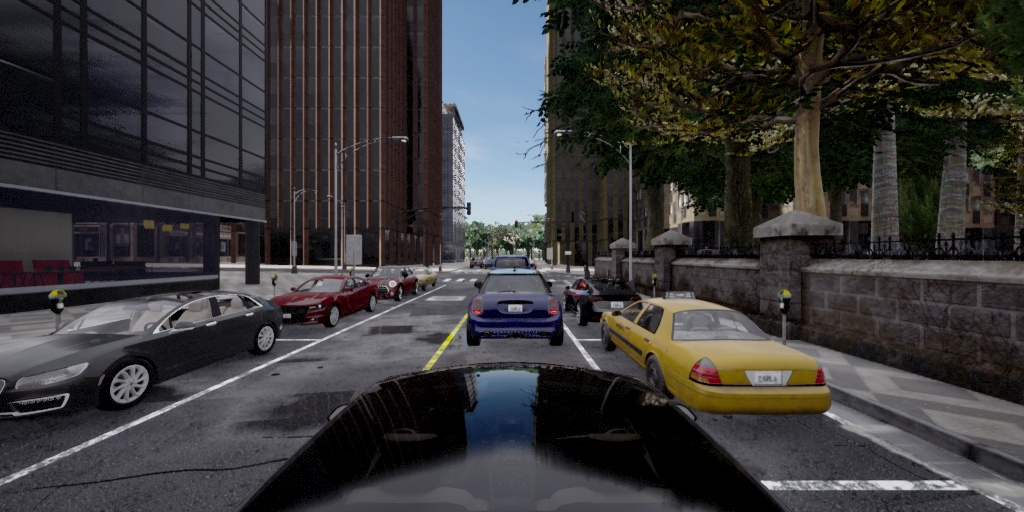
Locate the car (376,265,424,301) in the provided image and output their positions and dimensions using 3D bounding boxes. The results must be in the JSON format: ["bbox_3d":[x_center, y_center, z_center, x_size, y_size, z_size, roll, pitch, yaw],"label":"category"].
[{"bbox_3d":[-5.786,1.190,16.899,1.967,1.591,4.097,0,0,0],"label":"car"}]

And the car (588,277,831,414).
[{"bbox_3d":[2.756,1.275,6.170,1.751,1.417,4.829,0,0,0],"label":"car"}]

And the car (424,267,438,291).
[{"bbox_3d":[-5.793,1.276,22.186,1.751,1.417,4.829,0,0,0],"label":"car"}]

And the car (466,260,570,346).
[{"bbox_3d":[0.041,1.102,9.560,2.097,1.767,4.553,0,0,-1],"label":"car"}]

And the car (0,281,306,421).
[{"bbox_3d":[-5.769,1.300,5.985,2.007,1.370,4.403,0,0,0],"label":"car"}]

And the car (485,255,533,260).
[{"bbox_3d":[-0.021,0.972,18.995,2.150,2.045,5.566,0,0,0],"label":"car"}]

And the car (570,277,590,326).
[{"bbox_3d":[2.748,1.316,11.457,1.948,1.339,4.313,0,0,0],"label":"car"}]

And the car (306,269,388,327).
[{"bbox_3d":[-5.777,1.295,11.442,1.888,1.381,4.507,0,0,0],"label":"car"}]

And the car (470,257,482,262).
[{"bbox_3d":[-5.849,1.078,59.764,2.192,1.841,5.009,0,0,0],"label":"car"}]
